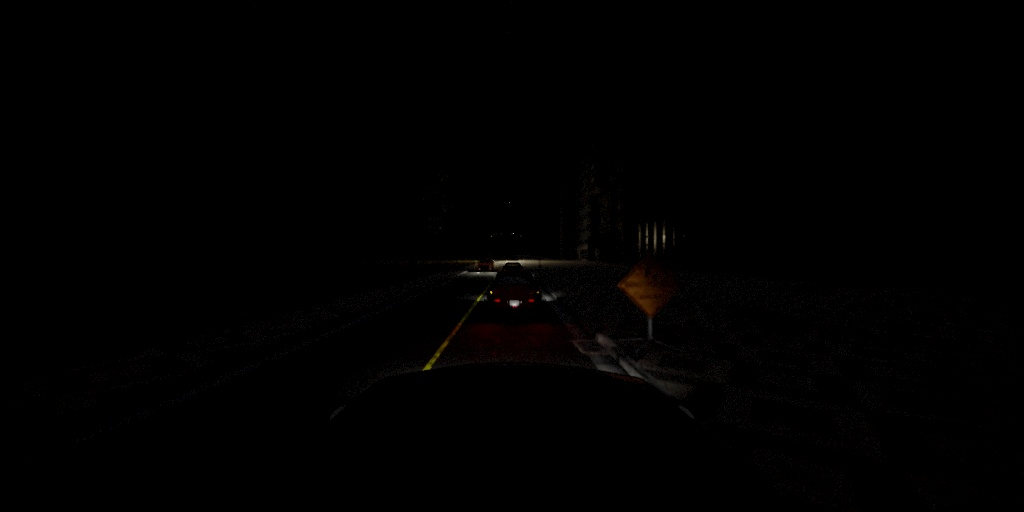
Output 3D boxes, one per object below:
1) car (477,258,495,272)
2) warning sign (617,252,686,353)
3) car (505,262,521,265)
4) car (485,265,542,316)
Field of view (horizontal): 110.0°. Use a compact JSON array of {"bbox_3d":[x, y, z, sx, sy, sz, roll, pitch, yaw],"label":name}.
[{"bbox_3d":[-3.092,1.051,42.648,1.882,1.535,5.008,0,1,0],"label":"car"},{"bbox_3d":[2.717,0.847,7.058,1.300,1.860,1.060,0,0,0],"label":"warning sign"},{"bbox_3d":[0.086,1.199,29.437,1.994,1.385,4.181,0,0,0],"label":"car"},{"bbox_3d":[0.081,1.233,13.112,1.812,1.442,4.674,0,0,0],"label":"car"}]
